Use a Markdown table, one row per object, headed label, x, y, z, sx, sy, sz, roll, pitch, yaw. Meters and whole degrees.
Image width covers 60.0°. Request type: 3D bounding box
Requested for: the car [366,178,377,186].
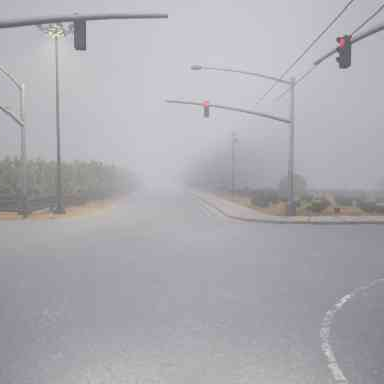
| label | x | y | z | sx | sy | sz | roll | pitch | yaw |
| --- | --- | --- | --- | --- | --- | --- | --- | --- | --- |
| car | 42.115 | -2.324 | 77.651 | 1.905 | 1.878 | 3.866 | 10 | 10 | 41 |
